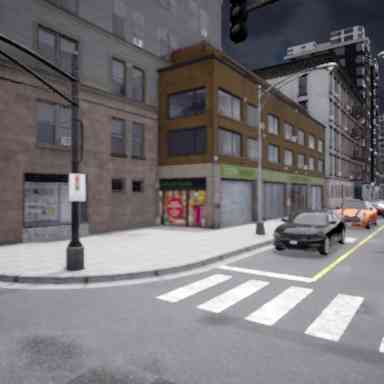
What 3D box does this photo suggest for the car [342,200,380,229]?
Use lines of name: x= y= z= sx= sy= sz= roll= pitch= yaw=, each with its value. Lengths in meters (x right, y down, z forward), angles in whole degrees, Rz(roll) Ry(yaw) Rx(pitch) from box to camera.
car: x=10.611 y=1.348 z=21.633 sx=2.097 sy=1.767 sz=4.553 roll=0 pitch=0 yaw=35

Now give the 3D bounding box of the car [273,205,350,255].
car: x=4.923 y=1.481 z=13.634 sx=1.882 sy=1.535 sz=5.008 roll=0 pitch=0 yaw=34

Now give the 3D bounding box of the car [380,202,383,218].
car: x=16.475 y=1.591 z=29.867 sx=1.895 sy=1.301 sz=4.718 roll=0 pitch=0 yaw=36
